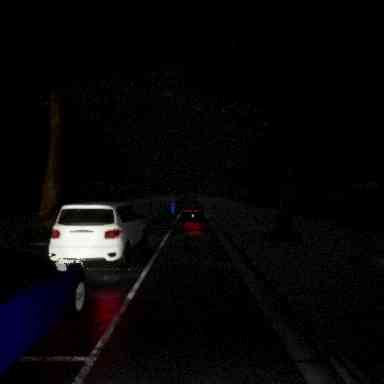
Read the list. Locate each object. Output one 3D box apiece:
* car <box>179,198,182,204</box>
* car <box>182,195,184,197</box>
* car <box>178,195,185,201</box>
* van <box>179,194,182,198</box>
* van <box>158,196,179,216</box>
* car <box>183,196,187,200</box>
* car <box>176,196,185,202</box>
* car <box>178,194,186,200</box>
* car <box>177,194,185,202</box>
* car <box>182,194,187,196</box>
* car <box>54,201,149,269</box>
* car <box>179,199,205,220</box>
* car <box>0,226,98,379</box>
[{"bbox_3d":[-2.616,1.760,40.587,2.008,1.369,4.403,1,0,0],"label":"car"},{"bbox_3d":[-2.605,1.692,57.217,1.802,1.307,4.206,1,1,0],"label":"car"},{"bbox_3d":[-2.598,1.469,84.742,1.752,1.417,4.829,1,0,0],"label":"car"},{"bbox_3d":[-2.610,1.529,46.131,1.690,1.788,3.998,1,0,0],"label":"van"},{"bbox_3d":[-2.618,1.559,35.041,1.690,1.788,3.998,0,0,0],"label":"van"},{"bbox_3d":[0.085,1.696,45.531,1.837,1.490,4.892,0,0,0],"label":"car"},{"bbox_3d":[-2.601,1.575,73.835,1.802,1.307,4.206,1,0,0],"label":"car"},{"bbox_3d":[-2.596,1.366,90.451,1.967,1.590,4.097,1,0,0],"label":"car"},{"bbox_3d":[-2.598,1.405,79.373,1.967,1.590,4.097,1,0,0],"label":"car"},{"bbox_3d":[-2.602,1.592,68.294,1.947,1.339,4.313,1,0,0],"label":"car"},{"bbox_3d":[-2.977,1.337,11.680,2.150,2.045,5.566,0,-1,0],"label":"car"},{"bbox_3d":[0.086,1.721,30.264,1.837,1.490,4.892,0,1,0],"label":"car"},{"bbox_3d":[-3.013,1.526,4.648,1.882,1.535,5.008,0,-1,0],"label":"car"}]
